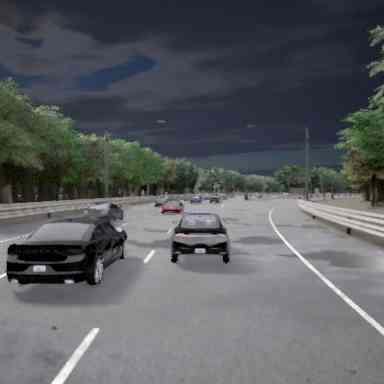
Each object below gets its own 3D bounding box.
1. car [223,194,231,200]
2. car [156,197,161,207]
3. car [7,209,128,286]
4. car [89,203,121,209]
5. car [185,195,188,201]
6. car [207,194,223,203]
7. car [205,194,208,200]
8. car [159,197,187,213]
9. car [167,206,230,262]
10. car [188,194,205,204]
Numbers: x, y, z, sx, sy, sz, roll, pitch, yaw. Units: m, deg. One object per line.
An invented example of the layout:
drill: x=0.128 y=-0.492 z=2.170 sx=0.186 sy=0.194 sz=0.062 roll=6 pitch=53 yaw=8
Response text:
car: x=8.391 y=1.345 z=87.116 sx=2.128 sy=1.511 sz=4.902 roll=0 pitch=0 yaw=11
car: x=-4.184 y=1.465 z=50.208 sx=1.994 sy=1.385 sz=4.181 roll=0 pitch=0 yaw=6
car: x=-3.158 y=1.467 z=9.460 sx=1.882 sy=1.535 sz=5.008 roll=0 pitch=0 yaw=1
car: x=-6.225 y=1.483 z=23.799 sx=1.812 sy=1.442 sz=4.674 roll=0 pitch=0 yaw=3
car: x=-0.494 y=1.354 z=77.414 sx=2.128 sy=1.511 sz=4.902 roll=0 pitch=0 yaw=10
car: x=4.517 y=1.389 z=63.944 sx=1.837 sy=1.490 sz=4.892 roll=0 pitch=0 yaw=8
car: x=4.078 y=1.417 z=83.155 sx=1.895 sy=1.301 sz=4.718 roll=0 pitch=0 yaw=11
car: x=-1.960 y=1.519 z=35.503 sx=1.994 sy=1.385 sz=4.181 roll=0 pitch=0 yaw=4
car: x=0.298 y=1.493 z=12.069 sx=2.128 sy=1.511 sz=4.902 roll=0 pitch=0 yaw=1
car: x=0.901 y=1.406 z=62.678 sx=1.812 sy=1.442 sz=4.674 roll=0 pitch=0 yaw=8
